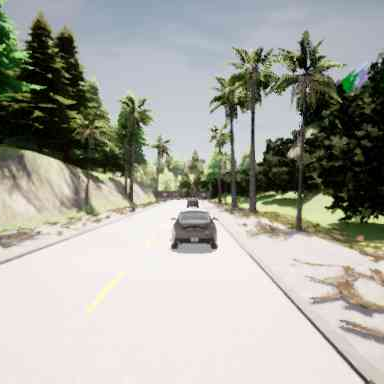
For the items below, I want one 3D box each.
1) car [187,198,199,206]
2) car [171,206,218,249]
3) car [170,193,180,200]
[{"bbox_3d":[0.130,1.721,54.964,1.882,1.535,5.008,0,0,0],"label":"car"},{"bbox_3d":[0.098,1.571,15.008,1.837,1.490,4.892,0,0,0],"label":"car"},{"bbox_3d":[-3.939,1.190,79.172,2.150,2.045,5.566,0,0,0],"label":"car"}]
